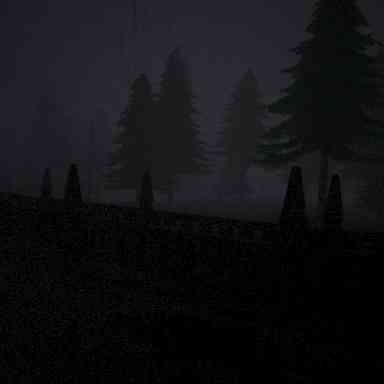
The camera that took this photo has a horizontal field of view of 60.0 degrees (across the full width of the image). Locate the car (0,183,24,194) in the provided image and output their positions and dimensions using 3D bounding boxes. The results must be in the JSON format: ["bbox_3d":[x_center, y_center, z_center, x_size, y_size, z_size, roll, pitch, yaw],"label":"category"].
[{"bbox_3d":[-20.923,-0.219,36.189,2.128,1.511,4.902,4,2,37],"label":"car"}]
